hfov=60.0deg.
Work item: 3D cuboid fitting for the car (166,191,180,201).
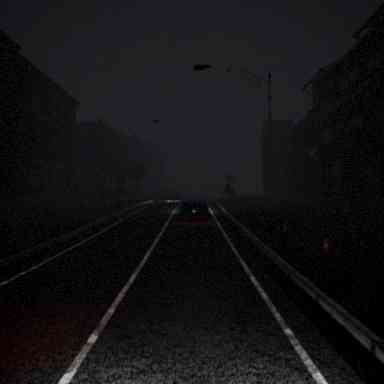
[{"bbox_3d":[-2.332,0.487,45.599,1.994,1.385,4.181,0,0,5],"label":"car"}]

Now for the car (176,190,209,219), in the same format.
[{"bbox_3d":[0.142,0.935,23.107,1.882,1.535,5.008,0,2,0],"label":"car"}]

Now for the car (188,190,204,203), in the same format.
[{"bbox_3d":[0.576,0.479,41.472,1.812,1.442,4.674,0,1,3],"label":"car"}]
